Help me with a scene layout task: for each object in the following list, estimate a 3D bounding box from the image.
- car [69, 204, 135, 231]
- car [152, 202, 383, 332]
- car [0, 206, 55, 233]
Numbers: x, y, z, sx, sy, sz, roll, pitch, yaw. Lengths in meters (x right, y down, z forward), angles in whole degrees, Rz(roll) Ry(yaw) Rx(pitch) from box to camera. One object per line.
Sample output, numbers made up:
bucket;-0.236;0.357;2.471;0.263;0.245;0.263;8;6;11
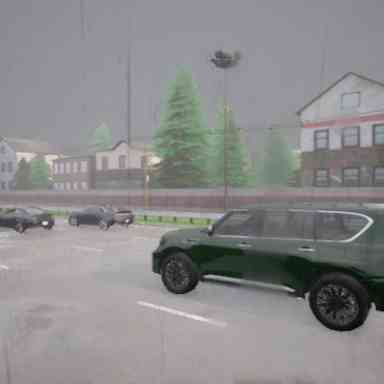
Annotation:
car;-5.800;1.524;21.038;4.902;1.511;2.128;0;0;36
car;1.692;1.226;7.085;5.566;2.045;2.150;0;0;36
car;-10.003;1.563;19.719;4.674;1.442;1.812;0;0;35
